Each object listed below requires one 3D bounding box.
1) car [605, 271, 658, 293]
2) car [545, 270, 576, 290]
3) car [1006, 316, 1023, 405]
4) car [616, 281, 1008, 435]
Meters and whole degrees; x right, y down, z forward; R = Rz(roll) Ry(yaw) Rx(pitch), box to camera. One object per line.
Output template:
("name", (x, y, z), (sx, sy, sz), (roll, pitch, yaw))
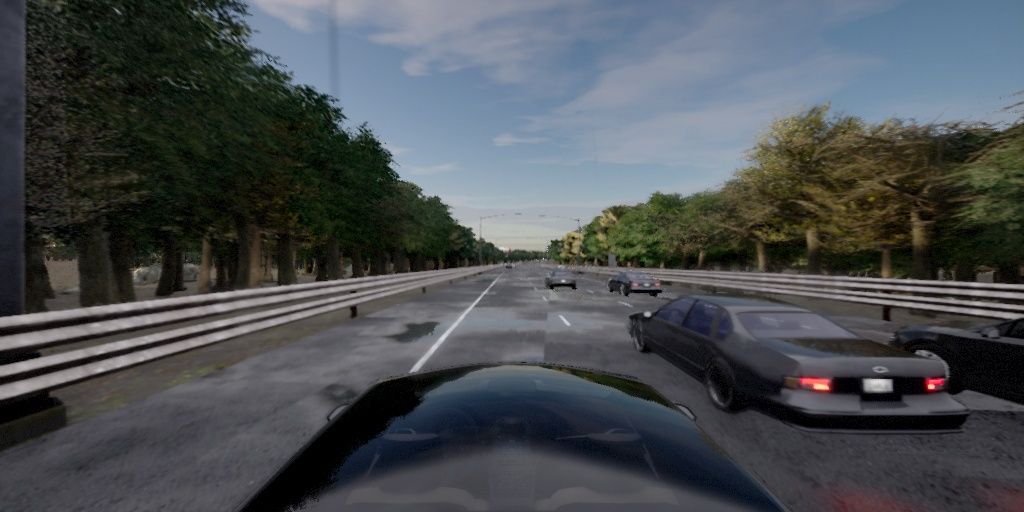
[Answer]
("car", (7.098, 1.622, 21.422), (2.033, 1.411, 5.357), (0, -1, 0))
("car", (3.596, 1.751, 27.106), (1.994, 1.385, 4.181), (0, -1, 0))
("car", (7.097, 1.279, 3.876), (1.837, 1.490, 4.892), (0, 0, 0))
("car", (3.598, 1.346, 6.037), (2.033, 1.411, 5.357), (0, -1, 0))
